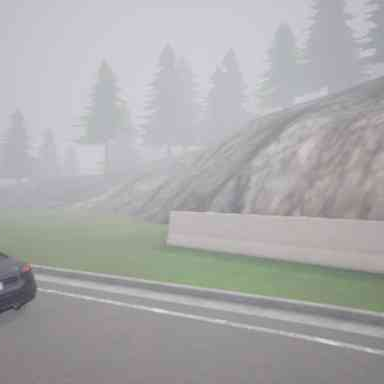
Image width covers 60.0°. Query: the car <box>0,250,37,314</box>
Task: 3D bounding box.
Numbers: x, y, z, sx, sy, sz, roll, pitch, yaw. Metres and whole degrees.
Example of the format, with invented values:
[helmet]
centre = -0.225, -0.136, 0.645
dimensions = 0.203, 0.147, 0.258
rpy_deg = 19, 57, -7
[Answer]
[car]
centre = -4.951, 1.515, 6.220
dimensions = 4.181, 1.385, 1.994
rpy_deg = 0, 1, 27
